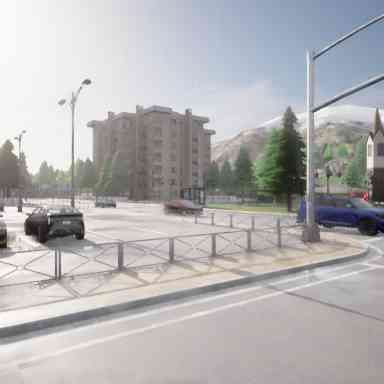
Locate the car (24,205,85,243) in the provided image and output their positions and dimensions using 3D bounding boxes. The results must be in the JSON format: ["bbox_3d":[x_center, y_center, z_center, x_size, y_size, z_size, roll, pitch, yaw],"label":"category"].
[{"bbox_3d":[-6.370,1.340,15.305,2.007,1.523,4.514,0,0,-36],"label":"car"}]

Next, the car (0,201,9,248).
[{"bbox_3d":[-8.883,1.331,13.426,2.152,1.636,5.027,0,0,-36],"label":"car"}]

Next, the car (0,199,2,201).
[{"bbox_3d":[-21.613,1.374,36.410,1.845,1.501,3.633,0,0,-36],"label":"car"}]

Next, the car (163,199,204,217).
[{"bbox_3d":[-0.853,1.477,31.599,1.882,1.535,5.008,0,0,-36],"label":"car"}]

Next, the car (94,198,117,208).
[{"bbox_3d":[-12.327,1.580,47.334,1.994,1.385,4.181,0,0,-36],"label":"car"}]

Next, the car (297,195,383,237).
[{"bbox_3d":[8.615,1.221,18.742,2.150,2.045,5.566,0,0,-36],"label":"car"}]
